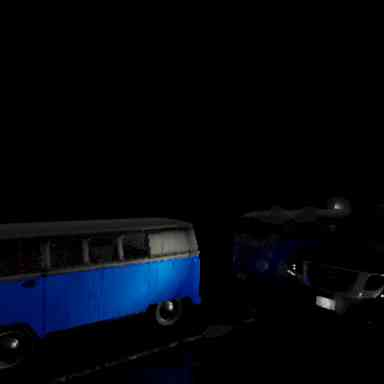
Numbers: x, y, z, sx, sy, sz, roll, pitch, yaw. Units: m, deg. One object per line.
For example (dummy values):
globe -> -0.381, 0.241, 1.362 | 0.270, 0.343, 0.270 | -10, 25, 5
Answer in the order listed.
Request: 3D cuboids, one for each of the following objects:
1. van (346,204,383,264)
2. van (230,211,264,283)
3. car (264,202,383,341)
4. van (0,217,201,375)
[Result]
van -> 7.352, 1.348, 11.775 | 3.998, 1.788, 1.690 | 0, -1, -35
van -> 2.801, 1.345, 8.536 | 3.998, 1.788, 1.690 | 0, -1, -35
car -> 4.150, 1.226, 6.332 | 5.566, 2.045, 2.150 | 0, 0, -35
van -> -1.751, 1.342, 5.297 | 3.998, 1.788, 1.690 | 0, -1, -35
